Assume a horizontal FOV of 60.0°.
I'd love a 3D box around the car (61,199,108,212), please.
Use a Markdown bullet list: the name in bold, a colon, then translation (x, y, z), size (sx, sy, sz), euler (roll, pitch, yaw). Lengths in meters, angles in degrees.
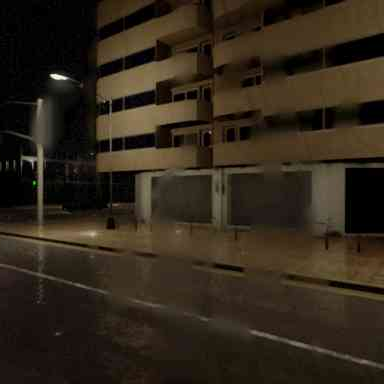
- **car**: translation (-12.391, 1.515, 38.719), size (2.033, 1.411, 5.357), euler (0, 0, 36)
